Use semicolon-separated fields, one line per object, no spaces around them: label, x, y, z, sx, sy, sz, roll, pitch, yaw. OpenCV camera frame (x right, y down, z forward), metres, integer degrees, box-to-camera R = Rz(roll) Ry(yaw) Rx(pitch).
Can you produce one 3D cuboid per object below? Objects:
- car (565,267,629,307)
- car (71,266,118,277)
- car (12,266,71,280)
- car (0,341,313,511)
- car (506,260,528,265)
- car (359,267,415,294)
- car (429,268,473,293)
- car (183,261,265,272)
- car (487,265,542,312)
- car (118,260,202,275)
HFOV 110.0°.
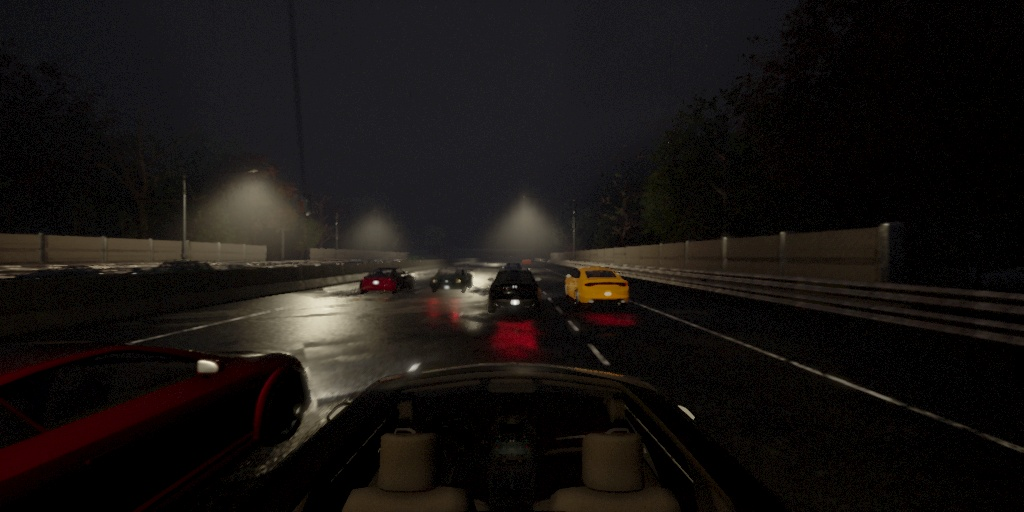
car;3.501;1.228;15.555;1.882;1.535;5.008;0;0;0
car;-24.597;1.355;23.240;1.895;1.301;4.718;0;0;0
car;-28.095;1.318;22.530;1.994;1.385;4.181;0;0;0
car;-3.400;1.314;2.626;1.994;1.385;4.181;0;0;0
car;0.103;1.304;32.678;2.033;1.411;5.357;0;0;0
car;-6.896;1.317;20.173;1.994;1.385;4.181;0;0;0
car;-3.397;1.354;20.935;1.895;1.301;4.718;0;0;0
car;-17.597;1.245;22.964;2.128;1.511;4.902;0;0;0
car;0.102;1.256;14.090;1.837;1.490;4.892;0;0;0
car;-21.096;1.106;22.560;2.097;1.767;4.553;0;0;0
